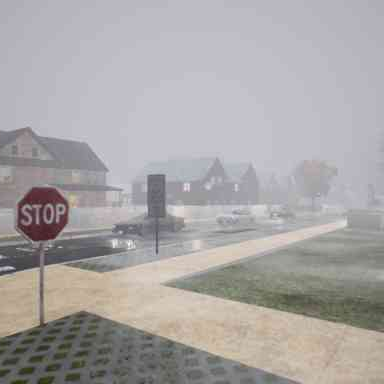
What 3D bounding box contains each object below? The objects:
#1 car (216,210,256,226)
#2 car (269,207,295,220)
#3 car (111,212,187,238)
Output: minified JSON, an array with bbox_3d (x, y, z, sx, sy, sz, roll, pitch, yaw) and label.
[{"bbox_3d":[4.066,2.306,30.307,1.895,1.301,4.718,0,-2,35],"label":"car"},{"bbox_3d":[10.894,2.504,39.914,2.128,1.511,4.902,-1,-2,36],"label":"car"},{"bbox_3d":[-2.510,1.971,21.012,2.033,1.411,5.357,0,-2,35],"label":"car"}]
